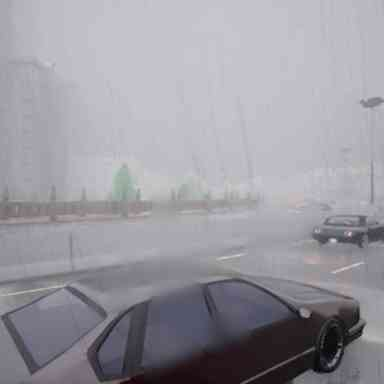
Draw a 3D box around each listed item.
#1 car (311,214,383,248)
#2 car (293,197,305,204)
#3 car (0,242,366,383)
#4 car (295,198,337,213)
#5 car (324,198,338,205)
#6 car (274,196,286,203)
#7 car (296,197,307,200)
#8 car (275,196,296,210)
[{"bbox_3d":[7.227,1.646,14.795,4.718,1.301,1.895,0,0,-44],"label":"car"},{"bbox_3d":[26.324,2.065,81.831,1.812,1.442,4.674,0,-1,5],"label":"car"},{"bbox_3d":[-0.114,1.561,3.827,5.357,1.411,2.033,0,0,-37],"label":"car"},{"bbox_3d":[11.745,1.631,30.994,2.128,1.511,4.902,0,-1,36],"label":"car"},{"bbox_3d":[28.129,1.992,67.489,1.895,1.301,4.718,0,-1,13],"label":"car"},{"bbox_3d":[22.894,1.934,86.403,2.097,1.767,4.553,0,-1,2],"label":"car"},{"bbox_3d":[15.372,1.580,43.117,2.097,1.767,4.553,0,0,28],"label":"car"},{"bbox_3d":[13.249,1.619,46.595,2.097,1.767,4.553,0,-1,27],"label":"car"}]
